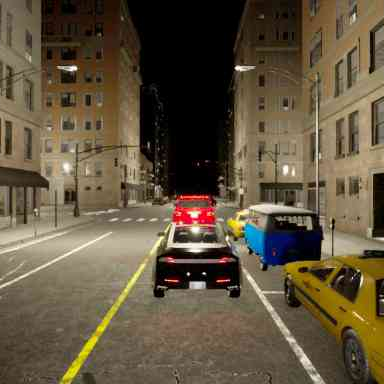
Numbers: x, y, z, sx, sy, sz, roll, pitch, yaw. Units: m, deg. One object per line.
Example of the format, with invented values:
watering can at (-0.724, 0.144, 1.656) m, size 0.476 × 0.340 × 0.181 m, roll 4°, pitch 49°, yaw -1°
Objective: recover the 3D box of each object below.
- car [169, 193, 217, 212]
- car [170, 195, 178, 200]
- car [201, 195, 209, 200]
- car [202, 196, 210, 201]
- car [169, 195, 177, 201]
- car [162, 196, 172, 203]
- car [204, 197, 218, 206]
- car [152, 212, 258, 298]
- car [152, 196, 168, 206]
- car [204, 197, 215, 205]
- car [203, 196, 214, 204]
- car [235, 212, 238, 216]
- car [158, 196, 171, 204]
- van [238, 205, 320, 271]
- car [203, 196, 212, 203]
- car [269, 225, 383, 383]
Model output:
car at (0.115, 1.225, 18.699) m, size 2.150 × 2.045 × 5.566 m, roll 0°, pitch 0°, yaw 0°
car at (-4.966, 1.564, 92.734) m, size 1.947 × 1.339 × 4.313 m, roll 1°, pitch 0°, yaw 1°
car at (3.558, 1.548, 92.632) m, size 2.008 × 1.369 × 4.403 m, roll 1°, pitch 0°, yaw 1°
car at (3.408, 1.566, 81.572) m, size 1.947 × 1.339 × 4.313 m, roll 1°, pitch 0°, yaw 1°
car at (-5.043, 1.525, 87.035) m, size 1.752 × 1.417 × 4.829 m, roll 1°, pitch 0°, yaw 1°
car at (-5.266, 1.548, 70.619) m, size 1.887 × 1.381 × 4.507 m, roll 1°, pitch 0°, yaw 1°
car at (3.033, 1.570, 53.921) m, size 1.947 × 1.339 × 4.313 m, roll 1°, pitch 0°, yaw 1°
car at (0.105, 1.493, 8.513) m, size 2.128 × 1.511 × 4.902 m, roll 0°, pitch 0°, yaw 0°
car at (-5.492, 1.587, 54.032) m, size 1.802 × 1.307 × 4.206 m, roll 1°, pitch 0°, yaw 1°
car at (3.108, 1.548, 59.451) m, size 1.887 × 1.381 × 4.507 m, roll 1°, pitch 0°, yaw 1°
car at (3.183, 1.554, 64.981) m, size 2.008 × 1.369 × 4.403 m, roll 1°, pitch 0°, yaw 1°
car at (2.689, 1.528, 16.427) m, size 1.752 × 1.417 × 4.829 m, roll 1°, pitch 0°, yaw 0°
car at (-5.342, 1.555, 65.090) m, size 2.008 × 1.369 × 4.403 m, roll 1°, pitch 0°, yaw 1°
van at (2.686, 1.343, 10.584) m, size 1.690 × 1.788 × 3.998 m, roll 1°, pitch 0°, yaw 0°
car at (3.258, 1.547, 70.511) m, size 1.887 × 1.381 × 4.507 m, roll 1°, pitch 0°, yaw 1°
car at (2.680, 1.526, 5.080) m, size 1.752 × 1.417 × 4.829 m, roll 1°, pitch 0°, yaw 0°
